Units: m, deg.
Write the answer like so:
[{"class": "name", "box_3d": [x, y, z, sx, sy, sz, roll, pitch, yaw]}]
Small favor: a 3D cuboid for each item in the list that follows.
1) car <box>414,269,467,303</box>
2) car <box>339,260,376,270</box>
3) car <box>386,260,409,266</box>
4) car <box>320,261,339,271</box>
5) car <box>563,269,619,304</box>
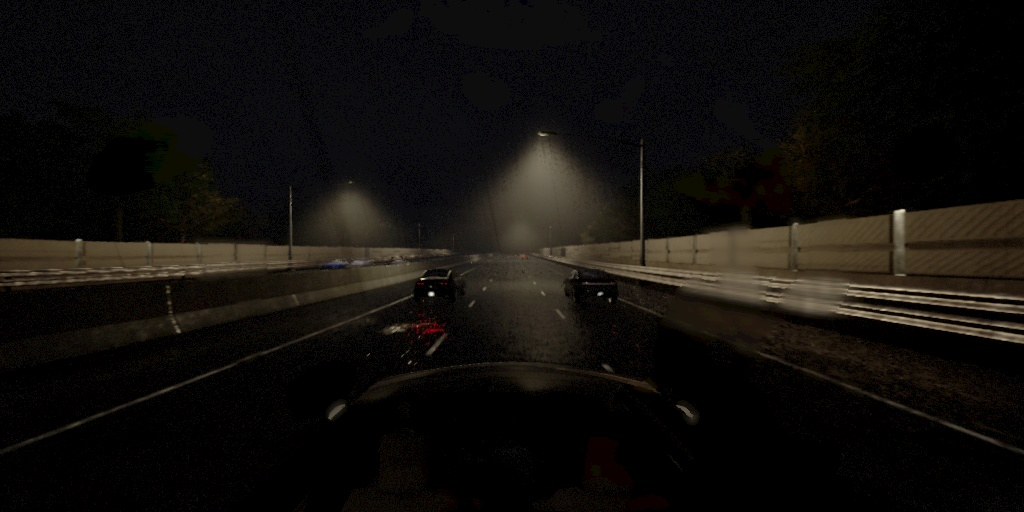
[{"class": "car", "box_3d": [-3.407, 1.362, 17.567, 1.837, 1.490, 4.892, 0, 0, 0]}, {"class": "car", "box_3d": [-17.611, 1.201, 41.881, 2.033, 1.411, 5.357, 0, 1, 0]}, {"class": "car", "box_3d": [-14.101, 1.211, 44.707, 1.895, 1.301, 4.718, 0, 1, 0]}, {"class": "car", "box_3d": [-21.101, 1.233, 43.225, 1.895, 1.301, 4.718, 0, 1, 0]}, {"class": "car", "box_3d": [3.594, 1.349, 17.031, 2.128, 1.511, 4.902, 0, 0, 0]}]
